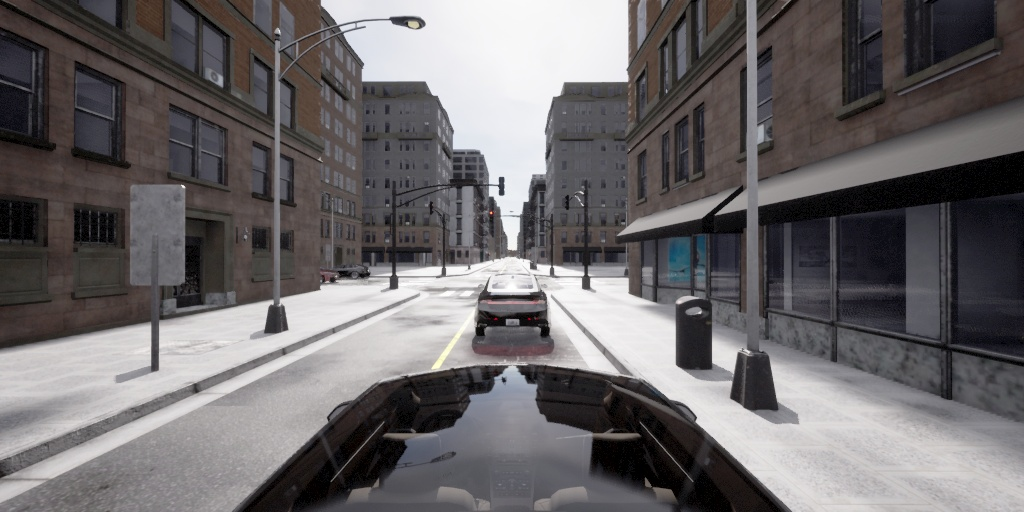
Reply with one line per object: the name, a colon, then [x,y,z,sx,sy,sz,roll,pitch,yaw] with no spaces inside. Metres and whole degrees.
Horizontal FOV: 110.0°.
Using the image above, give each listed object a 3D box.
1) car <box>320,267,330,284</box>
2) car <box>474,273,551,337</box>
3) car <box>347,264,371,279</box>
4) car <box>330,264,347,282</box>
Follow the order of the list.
car: [-14.713,1.289,23.487,4.313,1.339,1.948,0,0,0]
car: [0.022,1.242,10.302,2.128,1.511,4.902,0,0,0]
car: [-14.686,1.330,31.513,4.313,1.339,1.948,0,0,0]
car: [-14.743,1.300,26.031,4.181,1.385,1.994,0,0,0]
